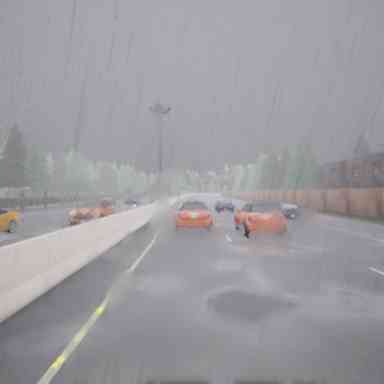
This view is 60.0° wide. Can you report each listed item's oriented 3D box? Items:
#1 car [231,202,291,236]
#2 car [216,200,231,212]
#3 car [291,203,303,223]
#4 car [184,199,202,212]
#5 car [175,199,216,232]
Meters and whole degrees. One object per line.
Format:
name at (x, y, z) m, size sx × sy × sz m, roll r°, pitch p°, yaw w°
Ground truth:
car at (3.604, 1.343, 18.281) m, size 2.097 × 1.767 × 4.553 m, roll 0°, pitch 0°, yaw 0°
car at (3.602, 1.582, 37.533) m, size 1.895 × 1.301 × 4.718 m, roll 0°, pitch 0°, yaw 0°
car at (7.092, 1.513, 25.635) m, size 1.812 × 1.442 × 4.674 m, roll 0°, pitch 0°, yaw 0°
car at (0.109, 1.543, 39.489) m, size 1.994 × 1.385 × 4.181 m, roll 0°, pitch 0°, yaw 0°
car at (0.104, 1.342, 20.177) m, size 2.097 × 1.767 × 4.553 m, roll 0°, pitch 0°, yaw 0°
